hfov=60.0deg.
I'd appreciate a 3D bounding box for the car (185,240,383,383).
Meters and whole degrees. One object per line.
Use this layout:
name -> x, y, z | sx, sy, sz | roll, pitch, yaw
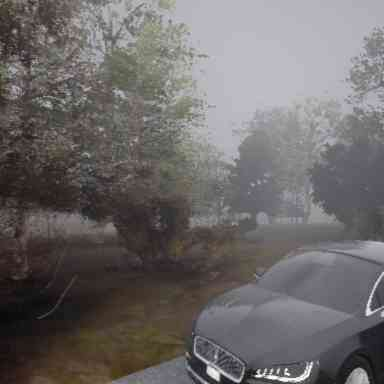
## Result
car -> 2.172, 1.517, 4.662 | 4.892, 1.490, 1.837 | 0, 0, -36
